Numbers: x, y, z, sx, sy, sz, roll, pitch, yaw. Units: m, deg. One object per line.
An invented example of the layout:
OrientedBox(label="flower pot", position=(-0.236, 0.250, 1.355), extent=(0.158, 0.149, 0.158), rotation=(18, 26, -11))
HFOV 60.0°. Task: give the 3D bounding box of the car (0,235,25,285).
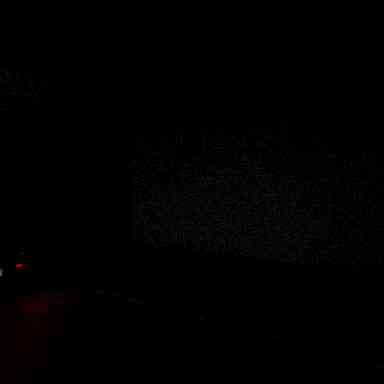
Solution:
OrientedBox(label="car", position=(-5.941, 1.531, 8.229), extent=(4.674, 1.442, 1.812), rotation=(0, 0, 36))
